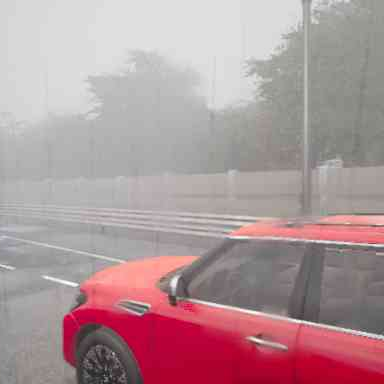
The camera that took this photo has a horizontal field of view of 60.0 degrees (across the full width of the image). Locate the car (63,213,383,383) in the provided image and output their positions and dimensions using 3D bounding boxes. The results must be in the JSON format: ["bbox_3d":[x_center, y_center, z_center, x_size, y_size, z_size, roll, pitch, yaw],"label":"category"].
[{"bbox_3d":[1.193,1.221,3.018,5.566,2.045,2.150,0,0,36],"label":"car"}]
